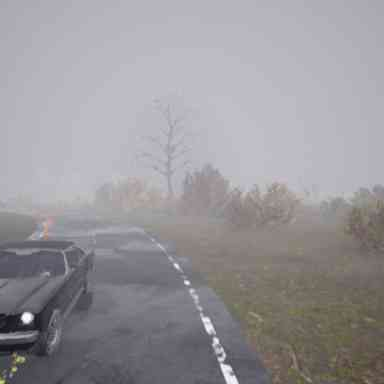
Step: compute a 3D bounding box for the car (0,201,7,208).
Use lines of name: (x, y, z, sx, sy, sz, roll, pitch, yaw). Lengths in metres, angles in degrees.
car: (-30.692, 1.877, 51.788, 4.181, 1.385, 1.994, 0, -1, 35)

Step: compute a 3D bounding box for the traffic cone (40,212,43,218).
traffic cone: (-14.154, 2.155, 31.311, 0.340, 0.580, 0.340, 1, -1, -32)

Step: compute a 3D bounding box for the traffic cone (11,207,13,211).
traffic cone: (-23.036, 2.201, 42.681, 0.340, 0.580, 0.340, 1, -1, -44)

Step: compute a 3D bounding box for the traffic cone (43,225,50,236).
traffic cone: (-7.975, 2.083, 18.275, 0.340, 0.580, 0.340, 0, 0, -19)

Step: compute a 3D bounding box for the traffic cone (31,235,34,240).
traffic cone: (-6.571, 2.053, 13.667, 0.340, 0.580, 0.340, 0, 0, -15)

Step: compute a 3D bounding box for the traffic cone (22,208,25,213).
traffic cone: (-19.799, 2.186, 39.112, 0.340, 0.580, 0.340, 1, -1, -40)

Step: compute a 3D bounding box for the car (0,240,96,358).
car: (-3.050, 1.649, 6.116, 1.895, 1.301, 4.718, 0, 0, -8)

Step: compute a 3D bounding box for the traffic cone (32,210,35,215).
traffic cone: (-16.833, 2.172, 35.316, 0.340, 0.580, 0.340, 1, -1, -36)
